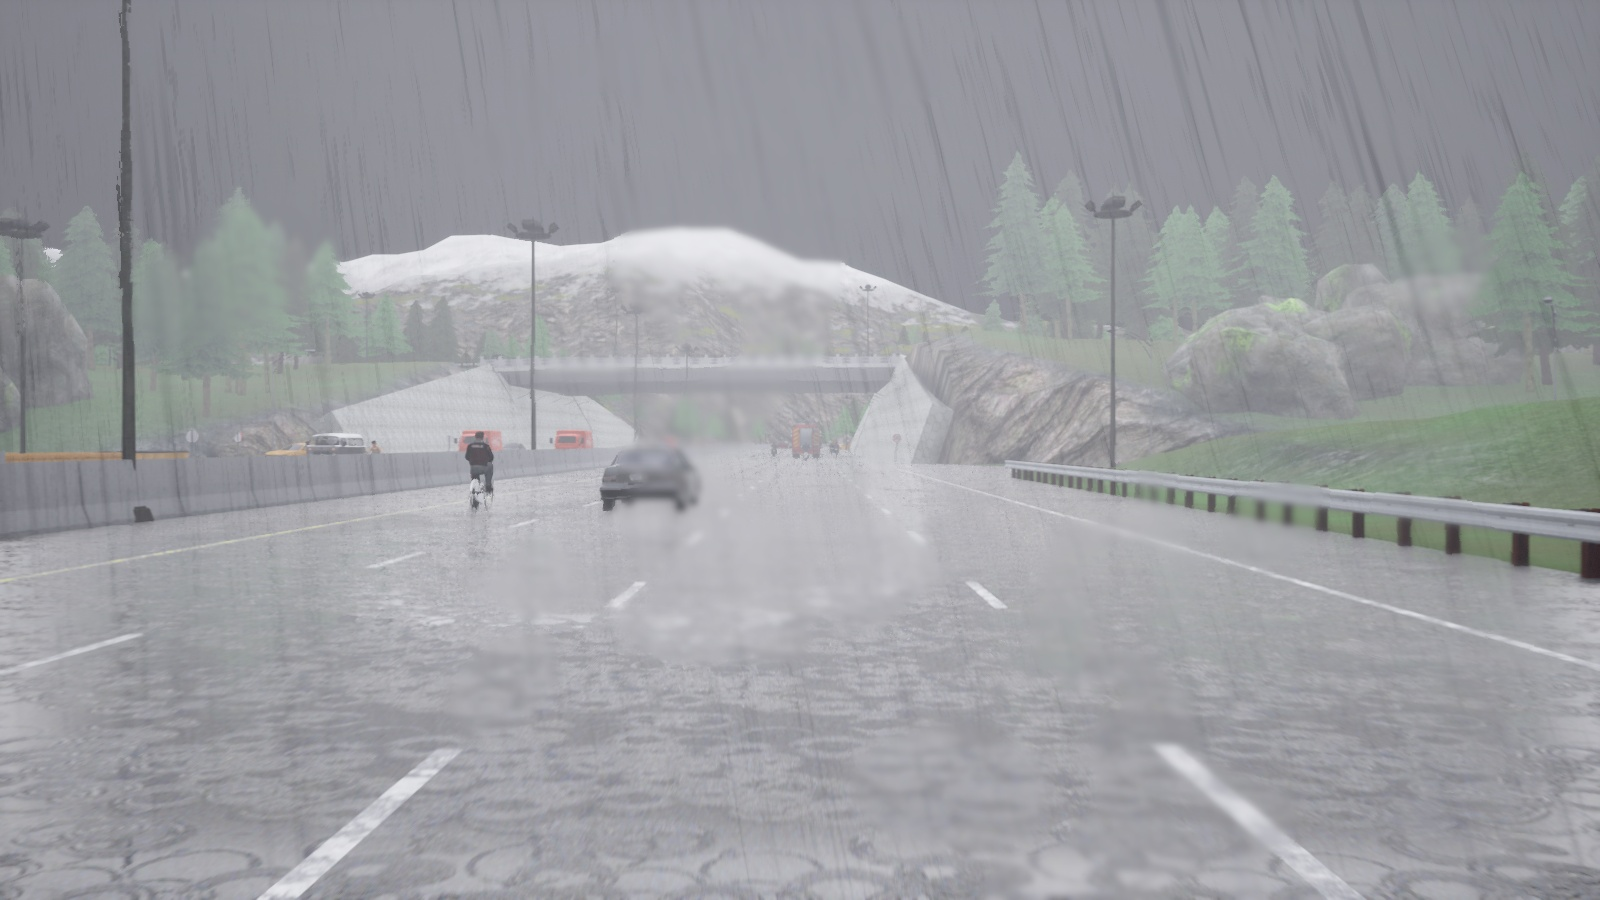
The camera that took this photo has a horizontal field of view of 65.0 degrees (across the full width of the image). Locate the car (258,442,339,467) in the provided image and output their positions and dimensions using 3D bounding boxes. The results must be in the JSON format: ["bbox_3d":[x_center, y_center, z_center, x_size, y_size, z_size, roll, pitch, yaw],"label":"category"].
[{"bbox_3d":[-31.698,0.251,79.542,1.882,1.535,5.008,0,0,22],"label":"car"}]

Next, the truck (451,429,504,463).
[{"bbox_3d":[-24.037,-0.288,93.839,2.627,2.467,5.204,0,0,0],"label":"truck"}]

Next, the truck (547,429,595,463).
[{"bbox_3d":[-17.037,-0.282,93.812,2.627,2.467,5.204,0,0,0],"label":"truck"}]

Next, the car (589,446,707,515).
[{"bbox_3d":[-3.348,0.629,28.721,2.033,1.411,5.357,0,0,0],"label":"car"}]

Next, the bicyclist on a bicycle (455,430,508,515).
[{"bbox_3d":[-6.856,0.459,27.099,0.659,1.776,1.843,0,1,0],"label":"bicyclist on a bicycle"}]

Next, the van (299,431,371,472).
[{"bbox_3d":[-24.173,0.087,65.400,2.069,2.038,4.480,0,0,0],"label":"van"}]
